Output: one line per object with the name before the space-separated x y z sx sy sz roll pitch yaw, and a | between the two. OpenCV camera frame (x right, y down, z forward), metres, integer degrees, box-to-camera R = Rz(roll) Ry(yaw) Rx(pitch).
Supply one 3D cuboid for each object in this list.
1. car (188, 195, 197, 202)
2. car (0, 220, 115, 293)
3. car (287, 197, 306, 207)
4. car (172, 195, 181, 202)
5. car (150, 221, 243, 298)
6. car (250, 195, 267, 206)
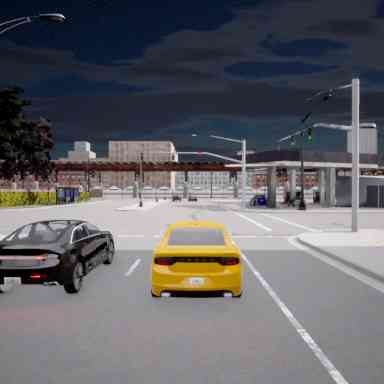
car | 0.157 1.446 73.522 1.994 1.385 4.181 0 0 0
car | -3.399 1.474 8.770 2.128 1.511 4.902 0 0 0
car | 15.562 1.425 49.576 1.970 1.475 3.806 0 0 0
car | -3.342 1.386 73.529 1.837 1.490 4.892 0 0 0
car | 0.100 1.468 8.553 1.882 1.535 5.008 0 0 0
car | 9.816 1.253 48.826 2.242 1.667 4.611 0 0 0
